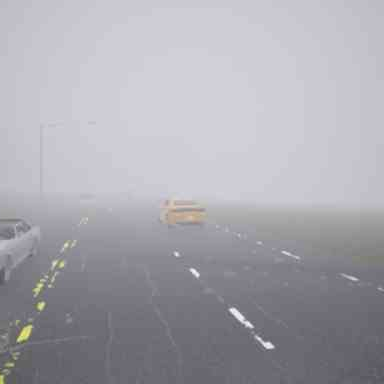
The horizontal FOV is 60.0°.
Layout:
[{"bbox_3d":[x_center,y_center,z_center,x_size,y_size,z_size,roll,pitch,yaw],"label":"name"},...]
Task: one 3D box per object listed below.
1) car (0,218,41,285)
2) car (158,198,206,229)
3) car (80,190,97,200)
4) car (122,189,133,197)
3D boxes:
[{"bbox_3d":[-5.401,1.409,8.755,1.895,1.301,4.718,0,1,-14],"label":"car"},{"bbox_3d":[-0.704,1.054,18.482,1.882,1.535,5.008,0,1,-14],"label":"car"},{"bbox_3d":[-15.187,0.464,48.938,1.994,1.385,4.181,0,1,-10],"label":"car"},{"bbox_3d":[-12.182,0.073,62.920,1.882,1.535,5.008,0,1,-14],"label":"car"}]
